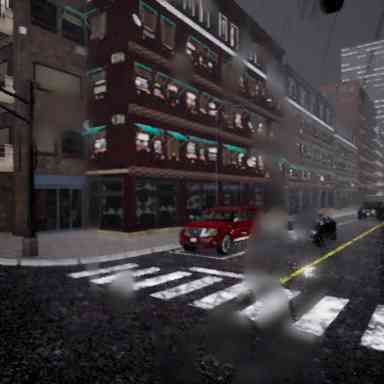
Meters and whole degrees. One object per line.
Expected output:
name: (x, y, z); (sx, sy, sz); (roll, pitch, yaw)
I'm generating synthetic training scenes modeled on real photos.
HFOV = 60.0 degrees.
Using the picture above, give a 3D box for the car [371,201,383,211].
car: (37.337, 2.752, 66.278); (2.192, 1.841, 5.009); (-2, -2, 35)

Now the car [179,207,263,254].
car: (1.492, 1.601, 15.051); (2.192, 1.841, 5.009); (-1, -2, 35)

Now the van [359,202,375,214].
van: (27.562, 2.461, 52.306); (1.690, 1.788, 3.998); (-2, -2, 35)

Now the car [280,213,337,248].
car: (6.034, 1.844, 16.992); (2.128, 1.511, 4.902); (0, -1, 35)

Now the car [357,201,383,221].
car: (19.704, 2.011, 36.475); (2.150, 2.045, 5.566); (0, -1, 35)
